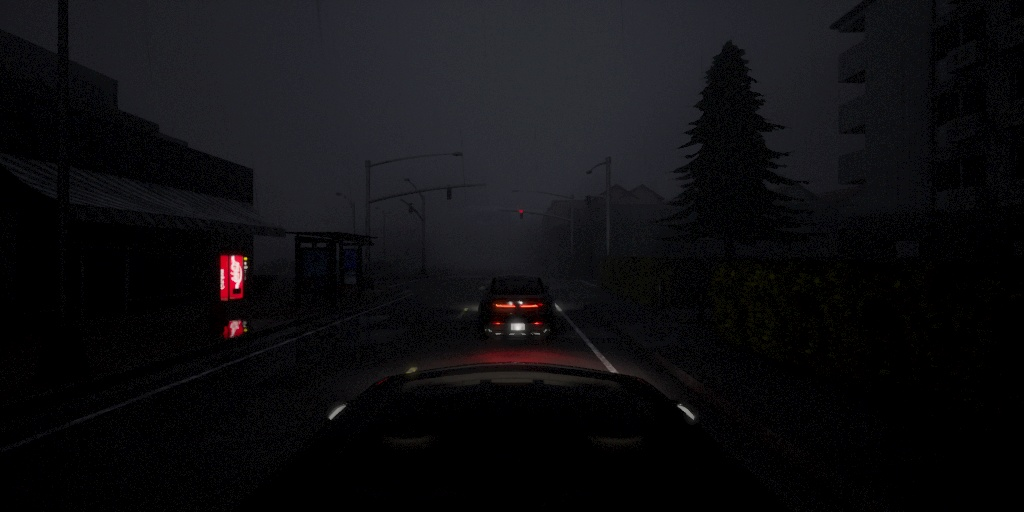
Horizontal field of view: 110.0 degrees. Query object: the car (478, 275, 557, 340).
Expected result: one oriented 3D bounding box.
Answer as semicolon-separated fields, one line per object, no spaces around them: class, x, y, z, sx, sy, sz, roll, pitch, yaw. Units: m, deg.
car;0.118;1.255;10.022;1.837;1.490;4.892;0;0;0
